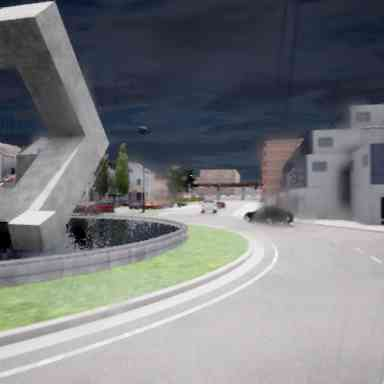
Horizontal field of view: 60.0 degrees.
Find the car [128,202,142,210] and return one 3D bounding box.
[{"bbox_3d":[-10.428,2.701,63.949,2.033,1.411,5.357,0,-1,12],"label":"car"}]

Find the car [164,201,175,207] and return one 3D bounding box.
[{"bbox_3d":[-5.866,3.122,87.093,1.994,1.385,4.181,0,-1,11],"label":"car"}]

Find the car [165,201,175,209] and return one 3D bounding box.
[{"bbox_3d":[-5.400,2.881,71.296,1.895,1.301,4.718,0,-1,11],"label":"car"}]

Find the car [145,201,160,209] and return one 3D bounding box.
[{"bbox_3d":[-8.572,2.799,73.311,1.882,1.535,5.008,0,-1,11],"label":"car"}]

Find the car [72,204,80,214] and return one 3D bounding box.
[{"bbox_3d":[-16.604,2.409,46.763,1.994,1.385,4.181,0,-1,27],"label":"car"}]

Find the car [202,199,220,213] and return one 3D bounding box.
[{"bbox_3d":[2.706,2.133,50.488,2.150,2.045,5.566,0,-1,7],"label":"car"}]

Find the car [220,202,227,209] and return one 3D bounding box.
[{"bbox_3d":[6.388,2.815,71.574,1.812,1.442,4.674,0,-1,11],"label":"car"}]

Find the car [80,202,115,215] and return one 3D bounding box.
[{"bbox_3d":[-12.839,2.193,46.478,2.097,1.767,4.553,-1,-1,26],"label":"car"}]

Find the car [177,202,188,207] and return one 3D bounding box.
[{"bbox_3d":[-2.517,3.144,85.980,1.895,1.301,4.718,0,-1,11],"label":"car"}]

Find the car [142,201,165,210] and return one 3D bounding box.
[{"bbox_3d":[-7.187,2.728,62.470,1.895,1.301,4.718,0,-1,12],"label":"car"}]

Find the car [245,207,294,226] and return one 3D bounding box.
[{"bbox_3d":[6.437,1.990,28.277,1.882,1.535,5.008,1,-1,-26],"label":"car"}]
